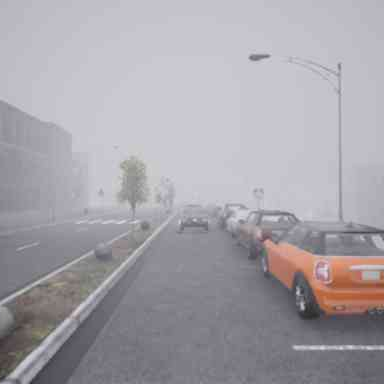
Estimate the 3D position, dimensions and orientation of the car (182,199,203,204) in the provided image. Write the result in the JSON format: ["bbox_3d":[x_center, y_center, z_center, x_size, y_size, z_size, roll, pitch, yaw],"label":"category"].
[{"bbox_3d":[0.026,2.000,41.261,1.837,1.490,4.892,0,-1,-1],"label":"car"}]

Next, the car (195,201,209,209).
[{"bbox_3d":[1.784,2.409,63.141,2.163,1.488,4.792,0,-1,-5],"label":"car"}]

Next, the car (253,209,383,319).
[{"bbox_3d":[2.995,1.436,7.688,2.185,1.767,4.553,0,-1,0],"label":"car"}]

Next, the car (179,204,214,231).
[{"bbox_3d":[0.146,1.804,22.811,2.033,1.411,5.357,0,-1,-1],"label":"car"}]

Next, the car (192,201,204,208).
[{"bbox_3d":[1.199,2.522,68.629,2.002,1.452,4.674,0,-1,-6],"label":"car"}]

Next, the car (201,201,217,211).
[{"bbox_3d":[2.631,2.171,51.924,2.097,1.535,5.008,0,-1,-2],"label":"car"}]

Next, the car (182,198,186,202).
[{"bbox_3d":[-0.333,2.583,79.580,2.185,1.767,4.553,0,-1,-9],"label":"car"}]

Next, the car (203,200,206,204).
[{"bbox_3d":[2.864,2.108,46.381,2.002,1.452,4.674,0,-1,-1],"label":"car"}]

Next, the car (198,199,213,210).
[{"bbox_3d":[2.281,2.148,57.438,2.185,1.767,4.553,0,-1,-4],"label":"car"}]

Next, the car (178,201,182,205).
[{"bbox_3d":[-1.272,2.603,85.112,2.435,2.045,5.566,0,-2,-10],"label":"car"}]

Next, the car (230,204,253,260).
[{"bbox_3d":[2.993,1.498,13.208,2.185,1.767,4.553,0,-1,0],"label":"car"}]

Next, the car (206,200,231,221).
[{"bbox_3d":[2.988,1.890,35.316,2.231,1.521,4.892,0,-1,0],"label":"car"}]
